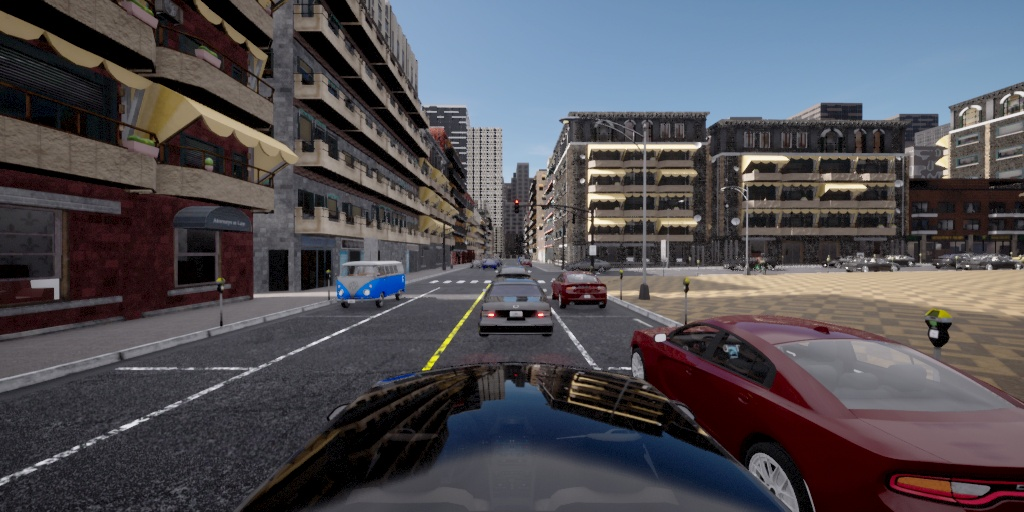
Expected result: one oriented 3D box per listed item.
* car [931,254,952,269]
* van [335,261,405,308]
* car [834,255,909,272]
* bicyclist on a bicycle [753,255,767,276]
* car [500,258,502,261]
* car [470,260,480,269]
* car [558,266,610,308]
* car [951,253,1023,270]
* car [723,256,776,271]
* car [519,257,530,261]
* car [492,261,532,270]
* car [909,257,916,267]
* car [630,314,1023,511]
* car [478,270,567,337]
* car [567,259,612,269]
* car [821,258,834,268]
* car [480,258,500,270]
[{"bbox_3d":[44.309,0.538,35.231,4.902,1.511,2.128,-1,0,0],"label":"car"},{"bbox_3d":[-5.720,1.091,14.871,1.690,1.789,3.998,0,0,0],"label":"van"},{"bbox_3d":[32.412,0.805,32.400,4.403,1.370,2.007,0,0,-1],"label":"car"},{"bbox_3d":[20.186,0.771,29.247,0.582,1.620,1.656,-1,0,-1],"label":"bicyclist on a bicycle"},{"bbox_3d":[-3.192,1.128,64.630,2.097,1.767,4.553,0,0,0],"label":"car"},{"bbox_3d":[-5.813,1.321,58.346,2.007,1.370,4.403,0,0,0],"label":"car"},{"bbox_3d":[2.661,1.295,14.888,1.888,1.381,4.507,0,0,0],"label":"car"},{"bbox_3d":[43.548,0.631,32.581,4.403,1.370,2.007,0,0,-1],"label":"car"},{"bbox_3d":[25.121,0.798,38.067,5.008,1.535,1.882,-1,0,-1],"label":"car"},{"bbox_3d":[2.555,1.215,63.887,1.967,1.591,4.097,0,0,0],"label":"car"},{"bbox_3d":[0.061,1.229,20.090,1.882,1.535,5.008,0,0,0],"label":"car"},{"bbox_3d":[43.412,0.564,40.961,4.403,1.370,2.007,0,0,-1],"label":"car"},{"bbox_3d":[2.685,1.295,3.836,1.888,1.381,4.507,0,0,0],"label":"car"},{"bbox_3d":[0.083,1.297,10.261,2.033,1.411,5.357,0,0,0],"label":"car"},{"bbox_3d":[8.098,1.098,38.279,4.902,1.511,2.128,-2,0,6],"label":"car"},{"bbox_3d":[37.844,0.666,40.870,4.313,1.339,1.948,0,0,-1],"label":"car"},{"bbox_3d":[-3.201,1.243,52.616,1.882,1.535,5.008,0,0,0],"label":"car"}]
